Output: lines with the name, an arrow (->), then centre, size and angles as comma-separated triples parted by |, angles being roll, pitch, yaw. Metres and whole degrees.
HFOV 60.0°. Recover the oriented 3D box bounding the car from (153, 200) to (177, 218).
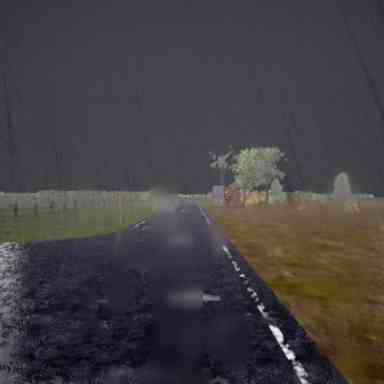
car -> -2.700, 1.678, 33.977 | 2.097, 1.767, 4.553 | 0, -1, 0
